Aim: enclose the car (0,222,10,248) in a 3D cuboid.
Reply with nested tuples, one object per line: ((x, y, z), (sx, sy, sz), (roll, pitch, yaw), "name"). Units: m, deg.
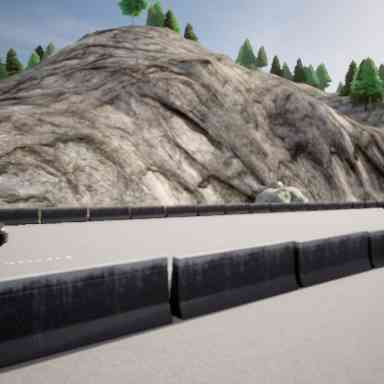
((-8.664, 1.488, 10.700), (4.902, 1.511, 2.128), (0, 0, -36), "car")

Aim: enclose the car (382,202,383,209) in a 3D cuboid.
((28.685, 1.540, 46.181), (5.566, 2.045, 2.150), (1, 0, -36), "car")
